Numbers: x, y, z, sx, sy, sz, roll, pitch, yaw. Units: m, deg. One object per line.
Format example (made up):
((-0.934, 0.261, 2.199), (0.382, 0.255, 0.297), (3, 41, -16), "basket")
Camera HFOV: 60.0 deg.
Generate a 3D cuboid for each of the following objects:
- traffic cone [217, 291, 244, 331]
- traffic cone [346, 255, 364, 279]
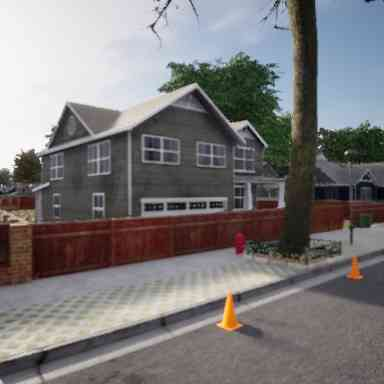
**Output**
((0.655, 1.999, 5.704), (0.340, 0.580, 0.340), (0, -1, -41), "traffic cone")
((4.413, 2.003, 9.002), (0.340, 0.580, 0.340), (0, -1, -41), "traffic cone")
